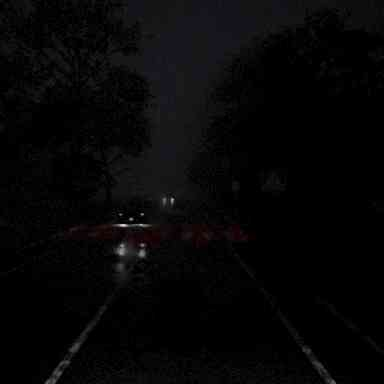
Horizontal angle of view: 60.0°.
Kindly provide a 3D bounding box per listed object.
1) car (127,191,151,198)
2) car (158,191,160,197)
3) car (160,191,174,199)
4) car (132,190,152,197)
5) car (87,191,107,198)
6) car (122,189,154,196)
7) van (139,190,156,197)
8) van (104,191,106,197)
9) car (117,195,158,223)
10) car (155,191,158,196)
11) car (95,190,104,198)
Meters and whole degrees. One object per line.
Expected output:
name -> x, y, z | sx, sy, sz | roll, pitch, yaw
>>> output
car -> -11.754, 0.490, 73.848 | 4.892, 1.521, 2.231 | 0, 0, -1
car -> -12.140, 0.757, 93.268 | 5.008, 1.535, 2.097 | 0, -1, -1
car -> -4.487, 0.499, 64.022 | 1.837, 1.490, 4.892 | 0, 0, -1
car -> -11.890, 0.425, 79.397 | 4.553, 1.767, 2.185 | 0, -1, -1
car -> -25.074, 0.563, 87.657 | 4.553, 1.767, 2.185 | 0, -1, -1
car -> -11.507, 0.468, 71.083 | 5.366, 1.575, 1.946 | 0, 0, -1
van -> -12.196, 0.489, 90.493 | 4.442, 1.987, 1.878 | 0, -1, -1
van -> -25.167, 0.421, 84.886 | 4.442, 1.987, 1.878 | 0, -1, -1
car -> -3.715, 1.197, 22.701 | 2.033, 1.411, 5.357 | 0, 1, -1
car -> -11.886, 0.338, 82.171 | 5.566, 2.045, 2.435 | 0, -1, -1
car -> -24.989, 0.606, 82.115 | 4.892, 1.521, 2.231 | 0, -1, -1
